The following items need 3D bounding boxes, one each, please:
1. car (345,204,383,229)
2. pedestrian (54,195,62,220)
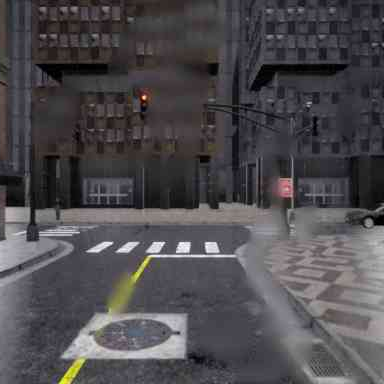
[{"bbox_3d":[12.369,1.458,21.116,5.008,1.535,1.882,0,0,1],"label":"car"},{"bbox_3d":[-9.842,1.152,24.394,0.375,1.860,0.375,0,0,1],"label":"pedestrian"}]
